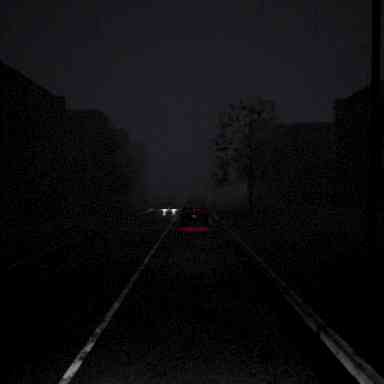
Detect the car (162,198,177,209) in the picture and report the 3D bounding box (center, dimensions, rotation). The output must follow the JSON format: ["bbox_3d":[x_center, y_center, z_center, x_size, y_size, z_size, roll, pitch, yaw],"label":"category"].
[{"bbox_3d":[-2.991,1.502,45.153,2.033,1.411,5.357,0,0,0],"label":"car"}]

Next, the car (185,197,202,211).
[{"bbox_3d":[0.186,1.449,42.018,2.128,1.511,4.902,0,0,0],"label":"car"}]

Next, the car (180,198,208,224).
[{"bbox_3d":[0.142,1.453,24.414,1.882,1.535,5.008,0,0,0],"label":"car"}]
